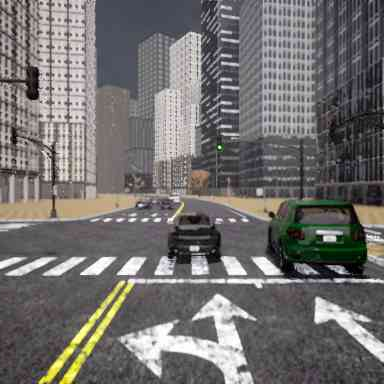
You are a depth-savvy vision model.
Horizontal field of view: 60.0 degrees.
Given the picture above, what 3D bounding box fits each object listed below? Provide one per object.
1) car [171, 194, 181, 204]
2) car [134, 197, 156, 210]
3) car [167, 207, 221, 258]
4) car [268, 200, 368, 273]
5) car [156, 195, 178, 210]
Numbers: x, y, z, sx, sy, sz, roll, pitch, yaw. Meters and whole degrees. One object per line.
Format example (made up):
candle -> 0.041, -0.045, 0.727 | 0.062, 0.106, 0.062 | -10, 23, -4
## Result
car -> -3.414, 1.352, 65.751 | 2.150, 2.045, 5.566 | 0, 0, -1
car -> -6.585, 1.595, 45.256 | 2.128, 1.511, 4.902 | 0, 0, 0
car -> 0.088, 1.558, 13.027 | 1.837, 1.490, 4.892 | 0, 0, 0
car -> 3.826, 1.259, 10.976 | 2.150, 2.045, 5.566 | 0, 0, 8
car -> -3.337, 1.608, 45.234 | 1.837, 1.490, 4.892 | 0, 0, 0
